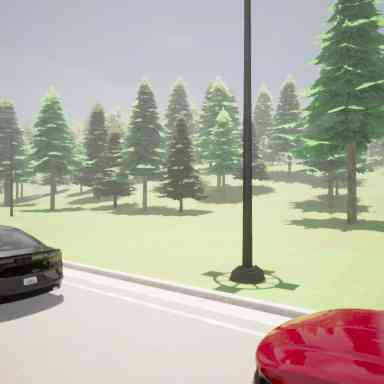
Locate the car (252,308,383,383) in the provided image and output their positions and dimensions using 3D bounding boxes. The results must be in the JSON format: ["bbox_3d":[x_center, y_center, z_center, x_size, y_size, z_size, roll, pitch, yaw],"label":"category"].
[{"bbox_3d":[2.795,1.478,1.980,5.008,1.535,1.882,0,0,36],"label":"car"}]

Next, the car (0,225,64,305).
[{"bbox_3d":[-4.982,1.478,7.544,5.008,1.535,1.882,0,0,36],"label":"car"}]
